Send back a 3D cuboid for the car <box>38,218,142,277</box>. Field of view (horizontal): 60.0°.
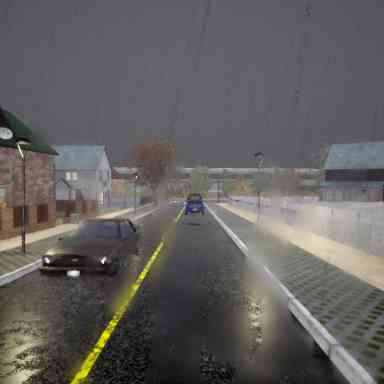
[{"bbox_3d":[-2.791,1.542,10.530,2.033,1.411,5.357,0,0,0],"label":"car"}]

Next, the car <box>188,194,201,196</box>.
[{"bbox_3d":[0.350,1.221,44.261,2.150,2.045,5.566,0,0,0],"label":"car"}]

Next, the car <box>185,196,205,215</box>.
[{"bbox_3d":[0.292,1.469,33.728,1.882,1.535,5.008,0,0,0],"label":"car"}]
